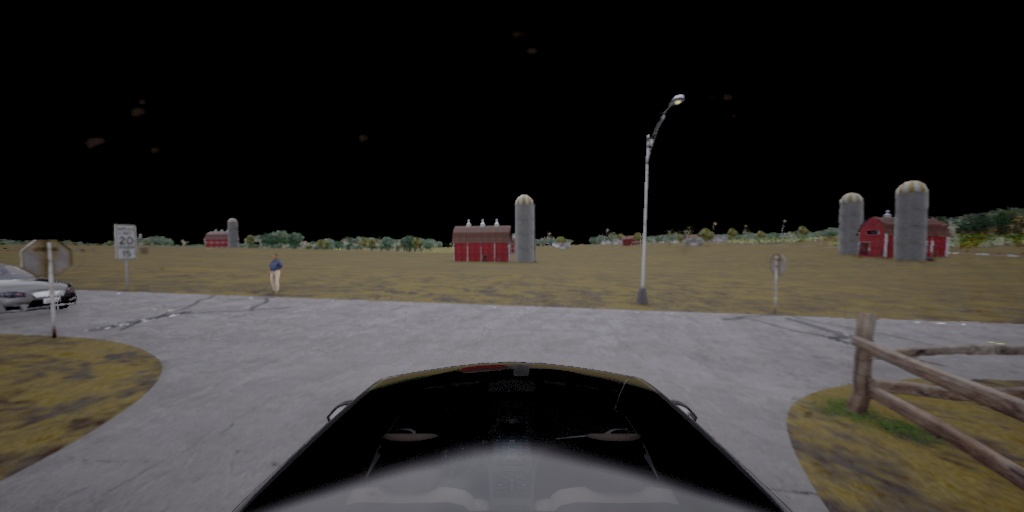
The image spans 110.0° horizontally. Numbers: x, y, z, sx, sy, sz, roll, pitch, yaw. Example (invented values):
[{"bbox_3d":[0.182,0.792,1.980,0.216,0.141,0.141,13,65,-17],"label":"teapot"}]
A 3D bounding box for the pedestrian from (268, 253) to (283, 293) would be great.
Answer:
[{"bbox_3d":[-10.876,0.775,16.446,0.375,1.860,0.375,0,0,4],"label":"pedestrian"}]

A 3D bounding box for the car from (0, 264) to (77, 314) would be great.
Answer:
[{"bbox_3d":[-16.172,0.992,10.860,4.902,1.511,2.128,2,2,4],"label":"car"}]
